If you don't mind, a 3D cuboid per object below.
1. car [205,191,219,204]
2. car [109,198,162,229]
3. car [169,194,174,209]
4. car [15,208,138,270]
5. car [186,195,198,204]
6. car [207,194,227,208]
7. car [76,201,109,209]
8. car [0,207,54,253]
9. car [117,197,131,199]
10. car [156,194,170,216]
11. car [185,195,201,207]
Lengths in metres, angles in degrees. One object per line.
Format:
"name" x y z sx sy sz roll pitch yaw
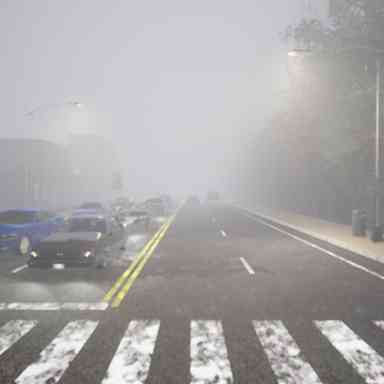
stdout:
"car" 3.241 0.841 52.850 2.150 2.045 5.566 0 0 0
"car" -3.351 1.343 20.633 2.128 1.511 4.902 0 0 0
"car" -3.311 1.063 40.340 2.097 1.767 4.553 0 0 0
"car" -3.353 1.468 11.022 2.033 1.411 5.357 0 0 0
"car" -0.011 1.213 53.834 1.895 1.301 4.718 0 0 0
"car" 3.338 1.295 42.670 1.895 1.301 4.718 0 0 0
"car" -6.605 1.366 22.201 1.812 1.442 4.674 0 0 0
"car" -6.604 1.384 12.937 1.882 1.535 5.008 0 0 0
"car" -6.590 1.260 32.327 2.128 1.511 4.902 0 0 0
"car" -3.347 1.259 30.428 1.882 1.535 5.008 0 0 0
"car" 0.092 1.165 43.550 1.882 1.535 5.008 0 0 0
